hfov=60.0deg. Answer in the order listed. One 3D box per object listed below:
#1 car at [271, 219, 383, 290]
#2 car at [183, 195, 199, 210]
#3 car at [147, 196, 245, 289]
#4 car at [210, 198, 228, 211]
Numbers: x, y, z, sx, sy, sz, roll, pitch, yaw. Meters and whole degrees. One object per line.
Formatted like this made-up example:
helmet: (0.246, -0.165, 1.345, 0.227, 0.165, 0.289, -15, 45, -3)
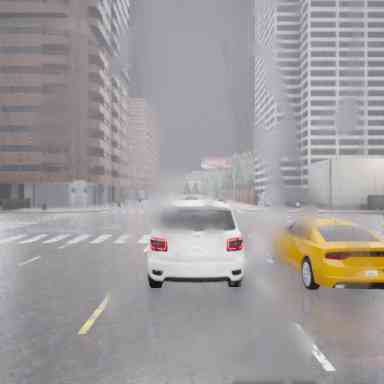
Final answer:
car: (3.576, 1.478, 9.133, 1.882, 1.535, 5.008, 0, 0, 0)
car: (-0.119, 1.352, 44.140, 2.097, 1.767, 4.553, 0, 0, 0)
car: (0.063, 1.223, 9.306, 2.150, 2.045, 5.566, 0, 0, -1)
car: (3.391, 1.526, 42.724, 1.812, 1.442, 4.674, 0, 0, -1)
